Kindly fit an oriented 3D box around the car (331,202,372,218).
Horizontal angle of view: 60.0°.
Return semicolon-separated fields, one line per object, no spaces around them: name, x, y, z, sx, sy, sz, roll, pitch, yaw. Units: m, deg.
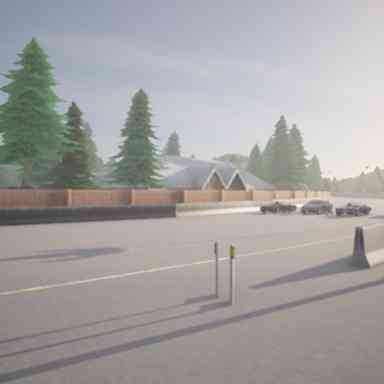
car;14.975;1.603;30.829;1.895;1.301;4.718;0;0;44

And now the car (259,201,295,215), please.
car;9.024;1.600;34.745;1.895;1.301;4.718;0;0;44

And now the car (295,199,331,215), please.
car;12.650;1.506;33.487;1.837;1.490;4.892;0;0;44
